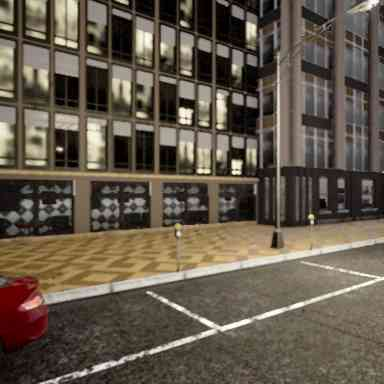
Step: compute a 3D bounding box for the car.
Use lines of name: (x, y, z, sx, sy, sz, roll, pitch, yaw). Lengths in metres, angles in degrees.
car: (-3.905, 1.582, 3.774, 4.206, 1.307, 1.802, 0, 0, -36)
